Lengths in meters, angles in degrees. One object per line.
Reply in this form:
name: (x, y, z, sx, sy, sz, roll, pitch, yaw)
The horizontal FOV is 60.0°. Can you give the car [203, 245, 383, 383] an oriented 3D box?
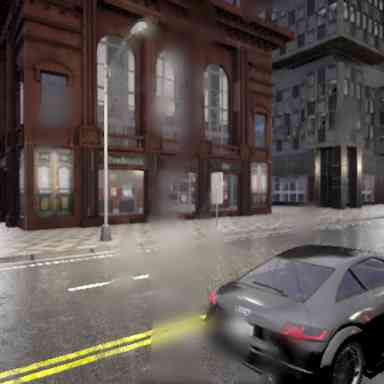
car: (2.216, 1.522, 5.026, 4.181, 1.385, 1.994, -1, 0, -36)
